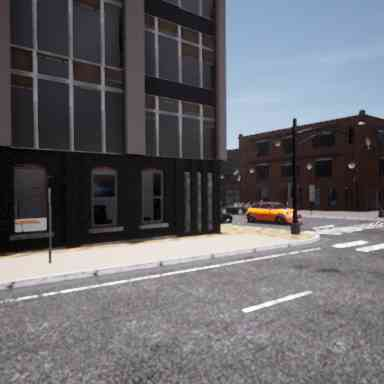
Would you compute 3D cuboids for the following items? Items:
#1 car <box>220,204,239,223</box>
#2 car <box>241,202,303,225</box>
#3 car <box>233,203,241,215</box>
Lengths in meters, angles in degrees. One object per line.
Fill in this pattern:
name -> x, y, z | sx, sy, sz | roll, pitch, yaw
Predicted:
car -> 1.592, 1.924, 28.528 | 1.947, 1.339, 4.313 | -2, 0, -37
car -> 6.530, 1.609, 26.501 | 2.097, 1.767, 4.553 | -1, 0, -37
car -> 5.200, 1.904, 38.128 | 2.008, 1.369, 4.403 | -2, 0, -37
